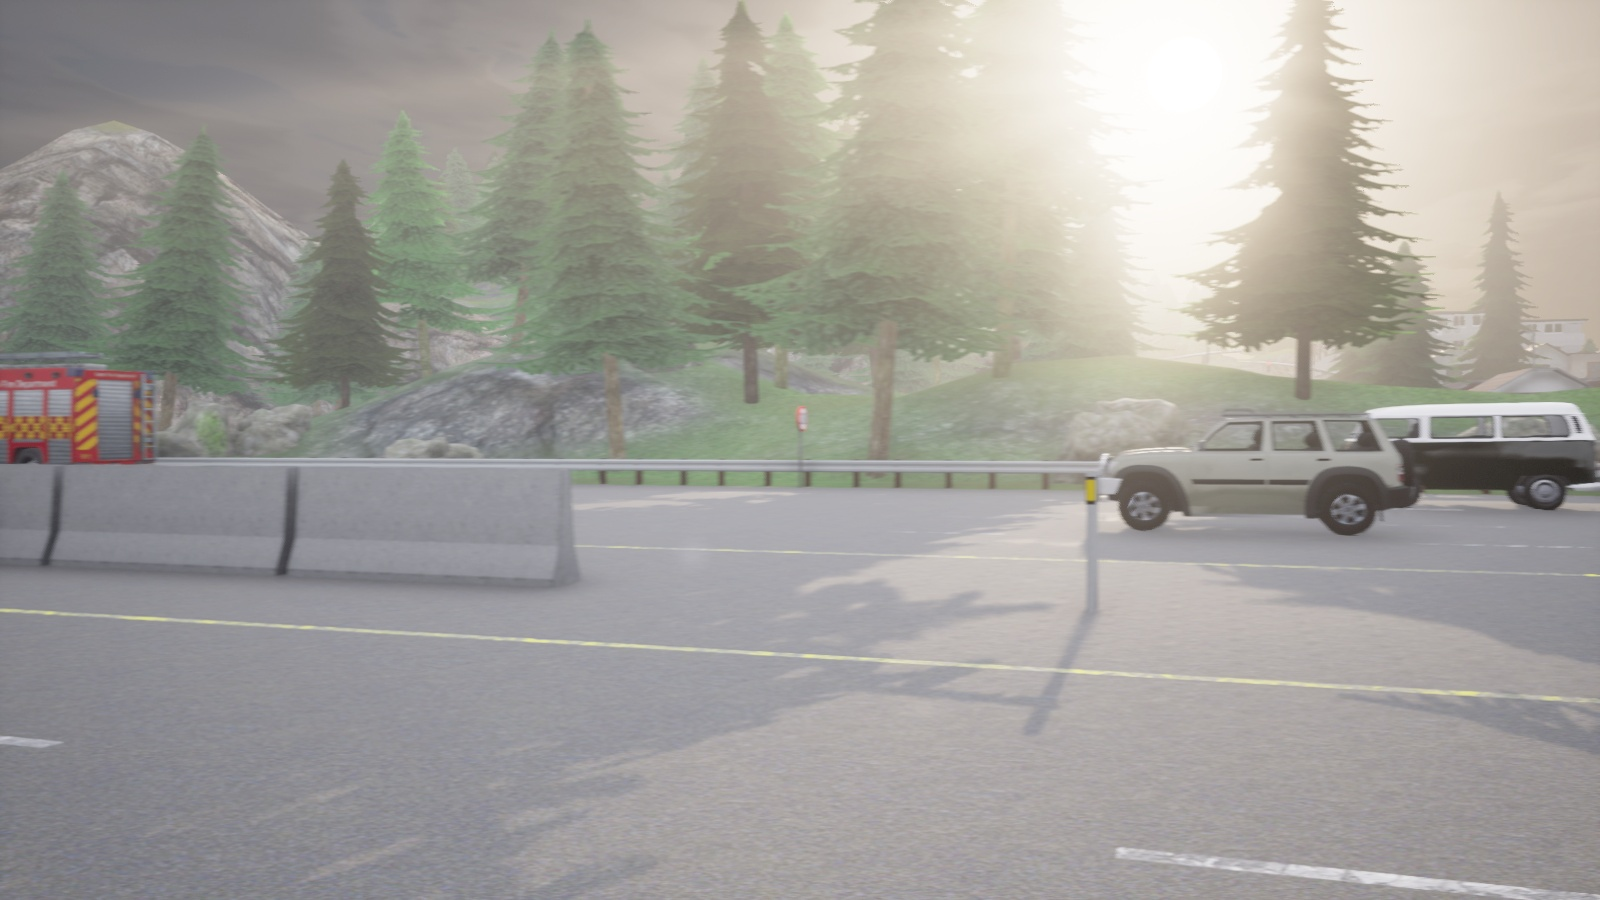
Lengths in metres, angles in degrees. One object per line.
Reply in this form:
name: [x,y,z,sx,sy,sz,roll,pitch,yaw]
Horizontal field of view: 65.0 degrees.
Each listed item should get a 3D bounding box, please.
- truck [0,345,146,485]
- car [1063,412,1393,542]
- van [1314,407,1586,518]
truck: [-23.763,-1.022,37.018,8.468,3.827,2.891,1,1,19]
car: [6.526,0.356,19.457,4.605,1.855,1.932,0,1,19]
van: [12.645,0.199,24.781,4.480,2.038,2.069,0,1,19]
